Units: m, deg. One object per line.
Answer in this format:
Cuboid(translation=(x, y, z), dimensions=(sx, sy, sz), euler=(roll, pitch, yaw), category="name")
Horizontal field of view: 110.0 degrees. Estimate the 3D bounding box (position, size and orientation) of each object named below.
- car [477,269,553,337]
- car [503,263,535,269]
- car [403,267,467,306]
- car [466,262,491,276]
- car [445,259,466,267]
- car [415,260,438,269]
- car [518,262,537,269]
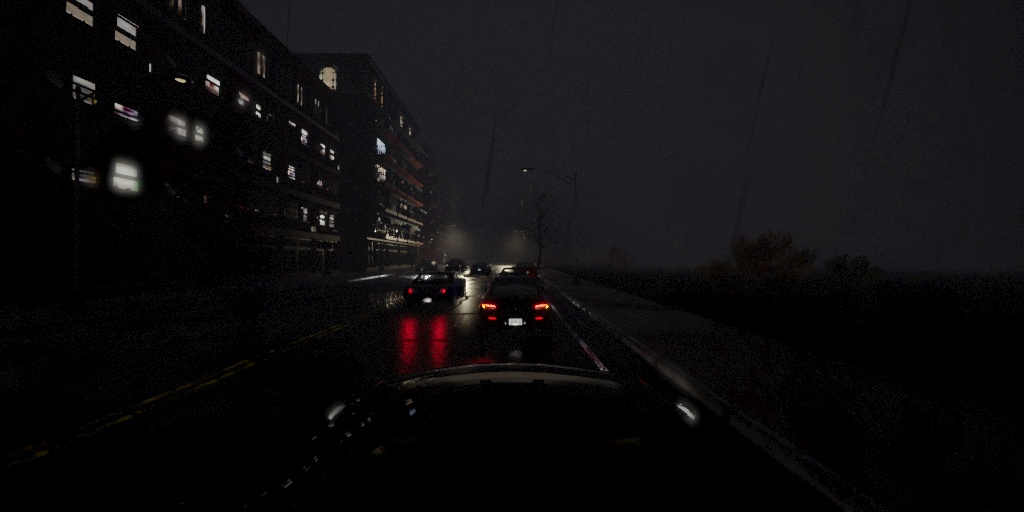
Cuboid(translation=(0.074, 1.277, 10.155), dimensions=(1.812, 1.442, 4.674), euler=(0, 0, 0), category="car")
Cuboid(translation=(0.061, 1.317, 20.322), dimensions=(1.994, 1.385, 4.181), euler=(0, 0, 0), category="car")
Cuboid(translation=(-3.181, 1.353, 15.698), dimensions=(1.895, 1.301, 4.718), euler=(0, 0, 0), category="car")
Cuboid(translation=(-3.225, 1.319, 37.253), dimensions=(1.994, 1.385, 4.181), euler=(0, 0, 0), category="car")
Cuboid(translation=(-6.688, 1.106, 42.865), dimensions=(2.097, 1.767, 4.553), euler=(0, 0, 0), category="car")
Cuboid(translation=(-9.937, 1.245, 42.037), dimensions=(2.128, 1.511, 4.902), euler=(0, 0, 0), category="car")
Cuboid(translation=(1.077, 1.232, 29.850), dimensions=(1.882, 1.535, 5.008), euler=(0, 0, 0), category="car")
